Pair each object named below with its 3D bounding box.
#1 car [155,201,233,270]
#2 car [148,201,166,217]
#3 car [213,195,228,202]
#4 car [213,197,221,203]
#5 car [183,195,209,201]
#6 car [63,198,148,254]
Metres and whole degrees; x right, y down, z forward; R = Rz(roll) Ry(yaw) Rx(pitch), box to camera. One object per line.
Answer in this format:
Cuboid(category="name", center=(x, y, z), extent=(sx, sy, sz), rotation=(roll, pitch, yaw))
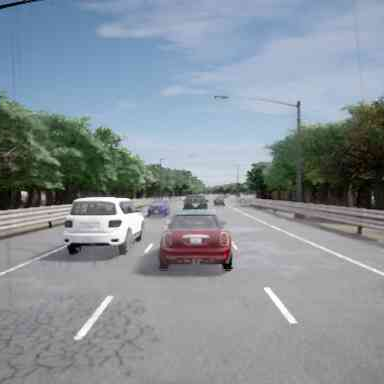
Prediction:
Cuboid(category="car", center=(0.115, 1.363, 11.234), extent=(2.097, 1.767, 4.553), rotation=(0, 0, 0))
Cuboid(category="car", center=(-3.106, 1.593, 31.953), extent=(1.812, 1.442, 4.674), rotation=(0, 0, 1))
Cuboid(category="car", center=(4.849, 1.727, 59.918), extent=(2.128, 1.511, 4.902), rotation=(0, 0, 3))
Cuboid(category="car", center=(6.370, 2.036, 83.704), extent=(1.895, 1.301, 4.718), rotation=(0, 0, 5))
Cuboid(category="car", center=(0.352, 1.283, 30.222), extent=(2.150, 2.045, 5.566), rotation=(0, 0, 1))
Cuboid(category="car", center=(-3.376, 1.237, 13.718), extent=(2.150, 2.045, 5.566), rotation=(0, 0, 0))
